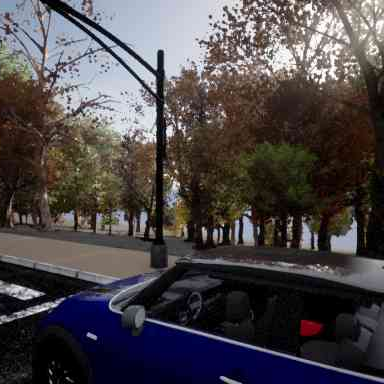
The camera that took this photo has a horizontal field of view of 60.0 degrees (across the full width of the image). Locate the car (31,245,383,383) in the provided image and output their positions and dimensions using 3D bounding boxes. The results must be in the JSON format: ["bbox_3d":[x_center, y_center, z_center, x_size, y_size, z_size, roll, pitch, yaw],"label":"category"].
[{"bbox_3d":[0.418,1.352,3.358,4.553,1.767,2.097,0,0,34],"label":"car"}]
